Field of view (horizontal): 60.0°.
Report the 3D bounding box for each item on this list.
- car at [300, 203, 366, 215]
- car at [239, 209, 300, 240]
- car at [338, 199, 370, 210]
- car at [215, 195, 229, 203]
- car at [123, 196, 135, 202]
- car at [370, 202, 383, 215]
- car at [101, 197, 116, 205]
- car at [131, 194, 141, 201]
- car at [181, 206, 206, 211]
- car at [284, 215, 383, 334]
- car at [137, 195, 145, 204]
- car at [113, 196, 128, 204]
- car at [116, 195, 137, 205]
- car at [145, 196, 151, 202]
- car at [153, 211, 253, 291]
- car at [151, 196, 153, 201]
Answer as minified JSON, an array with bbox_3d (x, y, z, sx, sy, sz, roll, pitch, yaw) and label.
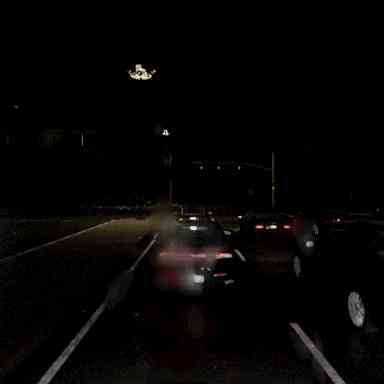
[{"bbox_3d":[7.065,1.543,17.943,1.837,1.490,4.892,0,0,0],"label":"car"},{"bbox_3d":[3.568,1.582,17.126,2.033,1.411,5.357,0,0,0],"label":"car"},{"bbox_3d":[21.208,1.635,43.659,5.357,1.411,2.033,0,0,1],"label":"car"},{"bbox_3d":[6.855,1.503,73.618,2.097,1.767,4.553,0,0,0],"label":"car"},{"bbox_3d":[-15.166,1.687,80.462,2.128,1.511,4.902,0,0,0],"label":"car"},{"bbox_3d":[20.947,1.572,33.158,4.892,1.490,1.837,0,0,0],"label":"car"},{"bbox_3d":[-15.180,1.599,60.581,1.882,1.535,5.008,0,0,0],"label":"car"},{"bbox_3d":[-15.168,1.530,90.628,2.097,1.767,4.553,0,0,0],"label":"car"},{"bbox_3d":[0.063,1.545,18.927,1.837,1.490,4.892,0,0,0],"label":"car"},{"bbox_3d":[3.586,1.492,6.804,1.882,1.535,5.008,0,0,0],"label":"car"},{"bbox_3d":[-11.642,1.638,68.925,1.837,1.490,4.892,0,0,0],"label":"car"},{"bbox_3d":[-15.145,1.681,70.358,2.033,1.411,5.357,0,0,0],"label":"car"},{"bbox_3d":[-11.720,1.685,60.103,1.994,1.385,4.181,0,0,1],"label":"car"},{"bbox_3d":[-11.663,1.683,79.195,1.812,1.442,4.674,0,0,0],"label":"car"},{"bbox_3d":[0.081,1.511,9.014,2.128,1.511,4.902,0,0,0],"label":"car"},{"bbox_3d":[-11.675,1.704,89.601,2.128,1.511,4.902,0,0,0],"label":"car"}]
